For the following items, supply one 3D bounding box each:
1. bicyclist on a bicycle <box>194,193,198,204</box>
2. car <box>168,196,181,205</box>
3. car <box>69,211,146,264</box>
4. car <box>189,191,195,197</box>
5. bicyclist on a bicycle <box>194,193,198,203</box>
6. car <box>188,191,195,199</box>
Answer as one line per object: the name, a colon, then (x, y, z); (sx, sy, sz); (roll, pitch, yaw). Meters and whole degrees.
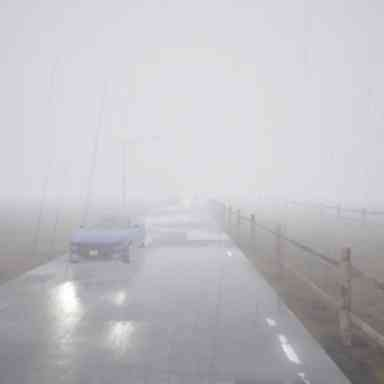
bicyclist on a bicycle: (0.755, 1.200, 54.681); (0.659, 1.776, 1.843); (0, 1, 0)
car: (-2.807, 1.384, 54.075); (2.033, 1.411, 5.357); (0, 1, 1)
car: (-2.850, 1.490, 12.126); (1.882, 1.535, 5.008); (0, 0, 0)
car: (-0.001, 0.546, 92.345); (1.812, 1.442, 4.674); (0, 1, 0)
bicyclist on a bicycle: (0.755, 1.086, 63.669); (0.659, 1.776, 1.843); (0, 1, 0)
car: (-0.002, 0.981, 78.835); (1.812, 1.442, 4.674); (0, 1, 0)
